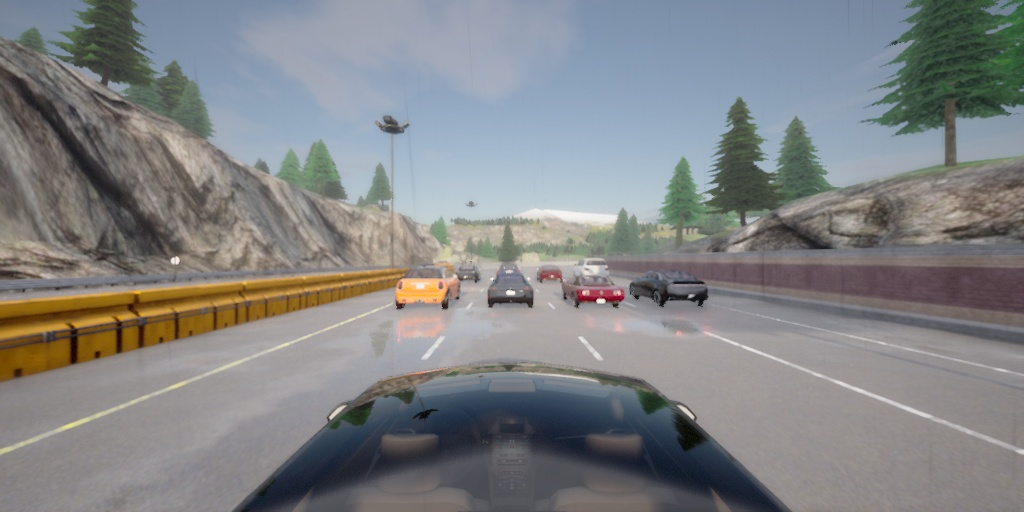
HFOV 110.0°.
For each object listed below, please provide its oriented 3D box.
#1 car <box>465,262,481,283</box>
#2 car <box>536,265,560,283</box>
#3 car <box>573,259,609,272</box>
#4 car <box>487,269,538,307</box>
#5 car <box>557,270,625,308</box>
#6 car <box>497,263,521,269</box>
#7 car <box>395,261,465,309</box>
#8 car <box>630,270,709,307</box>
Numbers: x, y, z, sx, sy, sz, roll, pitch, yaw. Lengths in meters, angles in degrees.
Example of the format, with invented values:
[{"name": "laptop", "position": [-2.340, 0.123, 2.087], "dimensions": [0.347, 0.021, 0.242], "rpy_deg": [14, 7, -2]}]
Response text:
[{"name": "car", "position": [-3.765, 1.517, 31.206], "dimensions": [2.128, 1.511, 4.902], "rpy_deg": [0, 0, -1]}, {"name": "car", "position": [3.235, 1.505, 31.467], "dimensions": [1.882, 1.535, 5.008], "rpy_deg": [0, 0, 0]}, {"name": "car", "position": [6.734, 1.240, 31.058], "dimensions": [2.150, 2.045, 5.566], "rpy_deg": [0, 0, -1]}, {"name": "car", "position": [-0.071, 1.450, 16.274], "dimensions": [1.994, 1.385, 4.181], "rpy_deg": [0, 0, -1]}, {"name": "car", "position": [3.427, 1.485, 16.105], "dimensions": [1.895, 1.301, 4.718], "rpy_deg": [0, 0, -1]}, {"name": "car", "position": [-0.265, 1.373, 31.035], "dimensions": [2.097, 1.767, 4.553], "rpy_deg": [0, -1, -1]}, {"name": "car", "position": [-3.571, 1.233, 15.994], "dimensions": [2.097, 1.767, 4.553], "rpy_deg": [0, -1, -1]}, {"name": "car", "position": [6.926, 1.379, 16.345], "dimensions": [2.128, 1.511, 4.902], "rpy_deg": [0, 0, -1]}]
